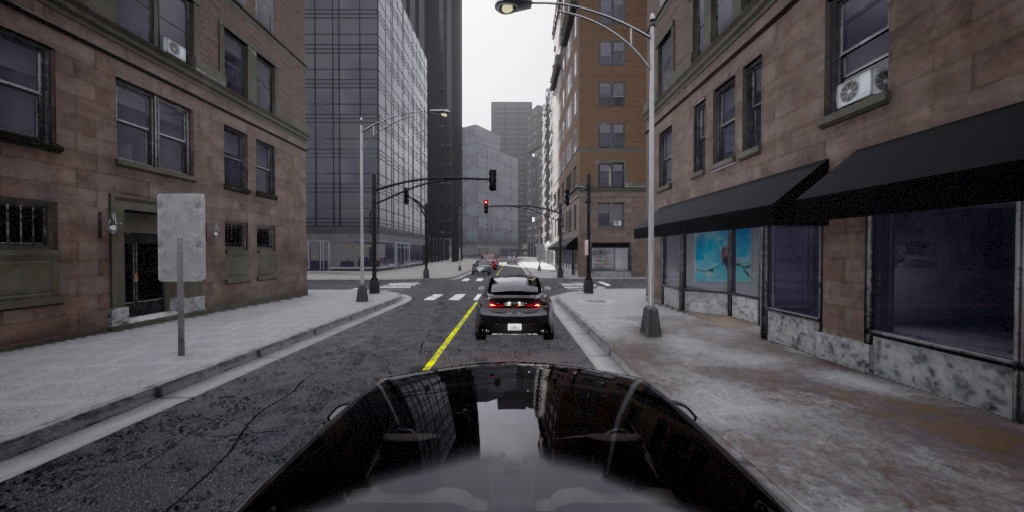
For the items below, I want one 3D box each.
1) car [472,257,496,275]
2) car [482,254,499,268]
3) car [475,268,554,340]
[{"bbox_3d":[-3.133,1.163,37.976,2.128,1.511,4.902,0,0,0],"label":"car"},{"bbox_3d":[-3.150,0.809,48.281,2.150,2.045,5.566,0,1,0],"label":"car"},{"bbox_3d":[0.070,1.252,9.987,1.837,1.490,4.892,0,0,0],"label":"car"}]
